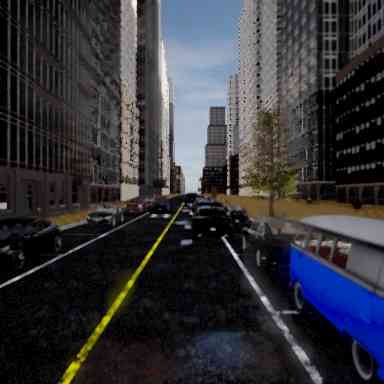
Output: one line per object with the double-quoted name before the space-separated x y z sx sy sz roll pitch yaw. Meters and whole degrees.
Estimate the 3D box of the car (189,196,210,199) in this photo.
"car" 0.904 1.413 32.673 1.837 1.490 4.892 0 0 0

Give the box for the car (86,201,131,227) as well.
"car" -5.681 1.488 22.125 2.008 1.369 4.403 0 0 0

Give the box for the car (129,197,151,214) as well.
"car" -5.678 1.346 33.504 1.967 1.590 4.097 0 0 0

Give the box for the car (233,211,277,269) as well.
"car" 2.698 1.520 10.725 2.008 1.369 4.403 0 0 0

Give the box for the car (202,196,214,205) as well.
"car" 2.705 1.427 56.236 1.802 1.307 4.206 0 0 0

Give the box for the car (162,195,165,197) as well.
"car" -5.677 1.405 50.570 1.887 1.381 4.507 0 0 0

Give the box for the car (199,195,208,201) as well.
"car" 2.709 1.355 78.991 1.947 1.339 4.313 0 0 0

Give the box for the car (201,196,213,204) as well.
"car" 2.706 1.381 61.925 2.008 1.369 4.403 0 0 0

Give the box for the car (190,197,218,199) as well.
"car" 0.903 1.430 26.673 1.837 1.490 4.892 0 0 0

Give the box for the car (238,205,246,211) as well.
"car" 2.700 1.488 22.103 2.008 1.369 4.403 0 0 0

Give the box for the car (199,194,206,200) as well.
"car" 2.710 1.287 90.539 1.752 1.417 4.829 0 0 0

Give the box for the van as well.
"van" 2.699 1.326 5.036 1.690 1.788 3.998 0 0 0

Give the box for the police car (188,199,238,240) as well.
"police car" 0.902 1.377 16.782 1.930 1.638 5.238 0 0 0

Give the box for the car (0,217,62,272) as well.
"car" -5.683 1.535 10.747 1.947 1.339 4.313 0 0 0

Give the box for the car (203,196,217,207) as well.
"car" 2.704 1.405 50.547 1.887 1.381 4.507 0 0 0

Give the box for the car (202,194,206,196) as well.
"car" 2.703 1.315 44.857 1.967 1.590 4.097 0 0 0

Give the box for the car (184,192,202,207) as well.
"car" 0.008 1.084 49.834 2.150 2.045 5.566 0 0 0

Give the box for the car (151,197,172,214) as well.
"car" -3.089 1.468 34.064 1.994 1.385 4.181 0 0 0

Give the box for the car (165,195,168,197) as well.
"car" -5.674 1.361 67.638 1.887 1.381 4.507 0 0 0
